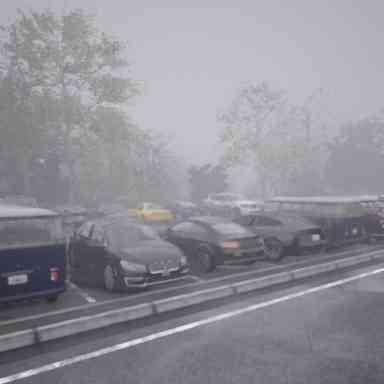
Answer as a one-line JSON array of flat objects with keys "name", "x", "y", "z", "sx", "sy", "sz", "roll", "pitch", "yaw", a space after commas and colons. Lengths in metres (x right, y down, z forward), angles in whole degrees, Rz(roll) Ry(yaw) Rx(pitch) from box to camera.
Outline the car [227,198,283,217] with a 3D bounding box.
[{"name": "car", "x": 5.722, "y": 1.350, "z": 30.744, "sx": 2.097, "sy": 1.535, "sz": 5.008, "roll": -1, "pitch": 0, "yaw": -36}]

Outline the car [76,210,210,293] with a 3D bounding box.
[{"name": "car", "x": -1.976, "y": 1.495, "z": 9.162, "sx": 2.231, "sy": 1.521, "sz": 4.892, "roll": 0, "pitch": 0, "yaw": -36}]

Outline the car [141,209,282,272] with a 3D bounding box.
[{"name": "car", "x": 0.310, "y": 1.522, "z": 10.785, "sx": 2.002, "sy": 1.452, "sz": 4.674, "roll": 0, "pitch": 0, "yaw": -36}]

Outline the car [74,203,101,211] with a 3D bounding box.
[{"name": "car", "x": -7.844, "y": 1.515, "z": 21.073, "sx": 2.163, "sy": 1.488, "sz": 4.792, "roll": 0, "pitch": 0, "yaw": -36}]

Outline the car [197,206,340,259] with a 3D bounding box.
[{"name": "car", "x": 2.575, "y": 1.496, "z": 12.444, "sx": 2.163, "sy": 1.488, "sz": 4.792, "roll": -1, "pitch": 0, "yaw": -36}]

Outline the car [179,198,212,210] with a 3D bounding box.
[{"name": "car", "x": -1.046, "y": 1.429, "z": 25.892, "sx": 2.097, "sy": 1.535, "sz": 5.008, "roll": -1, "pitch": 0, "yaw": -36}]

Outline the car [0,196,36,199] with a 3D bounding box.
[{"name": "car", "x": -10.069, "y": 1.247, "z": 19.412, "sx": 2.435, "sy": 2.045, "sz": 5.566, "roll": 0, "pitch": 0, "yaw": -36}]

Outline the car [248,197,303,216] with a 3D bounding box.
[{"name": "car", "x": 7.980, "y": 1.323, "z": 32.358, "sx": 2.097, "sy": 1.535, "sz": 5.008, "roll": -1, "pitch": 0, "yaw": -36}]

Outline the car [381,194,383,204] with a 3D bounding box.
[{"name": "car", "x": 30.562, "y": 1.095, "z": 48.495, "sx": 2.002, "sy": 1.452, "sz": 4.674, "roll": -1, "pitch": 0, "yaw": -36}]

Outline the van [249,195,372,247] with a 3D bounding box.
[{"name": "van", "x": 4.803, "y": 1.218, "z": 14.144, "sx": 1.878, "sy": 1.987, "sz": 4.442, "roll": -1, "pitch": 0, "yaw": -36}]

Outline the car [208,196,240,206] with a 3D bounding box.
[{"name": "car", "x": 1.214, "y": 1.405, "z": 27.507, "sx": 2.231, "sy": 1.521, "sz": 4.892, "roll": -1, "pitch": 0, "yaw": -36}]

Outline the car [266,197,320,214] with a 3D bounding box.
[{"name": "car", "x": 10.237, "y": 1.297, "z": 33.974, "sx": 2.231, "sy": 1.521, "sz": 4.892, "roll": -1, "pitch": 0, "yaw": -36}]

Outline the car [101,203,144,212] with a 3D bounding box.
[{"name": "car", "x": -5.546, "y": 1.502, "z": 22.645, "sx": 2.163, "sy": 1.488, "sz": 4.792, "roll": 0, "pitch": 0, "yaw": -36}]

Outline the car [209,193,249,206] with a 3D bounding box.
[{"name": "car", "x": 3.482, "y": 1.126, "z": 29.100, "sx": 2.435, "sy": 2.045, "sz": 5.566, "roll": -1, "pitch": 0, "yaw": -36}]

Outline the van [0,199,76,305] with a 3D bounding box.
[{"name": "van", "x": -4.325, "y": 1.280, "z": 7.618, "sx": 1.878, "sy": 1.987, "sz": 4.442, "roll": 0, "pitch": 0, "yaw": -36}]

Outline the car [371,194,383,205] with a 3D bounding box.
[{"name": "car", "x": 28.306, "y": 1.081, "z": 46.878, "sx": 2.097, "sy": 1.535, "sz": 5.008, "roll": -1, "pitch": 0, "yaw": -36}]

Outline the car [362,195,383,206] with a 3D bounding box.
[{"name": "car", "x": 26.046, "y": 1.148, "z": 45.265, "sx": 2.002, "sy": 1.452, "sz": 4.674, "roll": -1, "pitch": 0, "yaw": -36}]

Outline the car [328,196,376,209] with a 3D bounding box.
[{"name": "car", "x": 19.289, "y": 1.218, "z": 40.402, "sx": 2.163, "sy": 1.488, "sz": 4.792, "roll": -1, "pitch": 0, "yaw": -36}]

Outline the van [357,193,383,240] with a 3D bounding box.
[{"name": "van", "x": 7.217, "y": 1.196, "z": 15.584, "sx": 1.878, "sy": 1.987, "sz": 4.442, "roll": -1, "pitch": 0, "yaw": -36}]

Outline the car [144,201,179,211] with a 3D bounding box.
[{"name": "car", "x": -3.416, "y": 1.448, "z": 24.431, "sx": 1.946, "sy": 1.575, "sz": 5.366, "roll": -1, "pitch": 0, "yaw": -36}]
